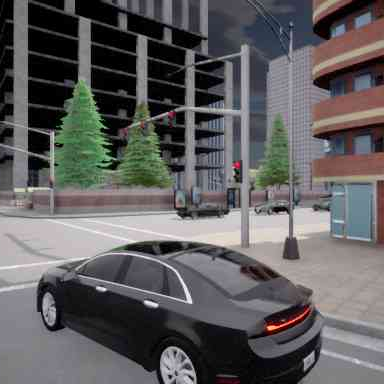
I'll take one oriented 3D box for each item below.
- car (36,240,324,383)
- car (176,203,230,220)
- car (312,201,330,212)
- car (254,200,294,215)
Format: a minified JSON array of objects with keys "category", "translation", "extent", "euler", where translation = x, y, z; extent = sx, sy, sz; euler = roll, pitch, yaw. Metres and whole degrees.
[{"category":"car","translation":[-0.602,1.505,5.065],"extent":[4.892,1.490,1.837],"euler":[0,0,41]},{"category":"car","translation":[0.973,1.656,29.125],"extent":[4.718,1.301,1.895],"euler":[0,0,-36]},{"category":"car","translation":[16.663,1.407,40.295],"extent":[4.553,1.767,2.097],"euler":[0,0,-35]},{"category":"car","translation":[8.566,1.547,34.543],"extent":[4.902,1.511,2.128],"euler":[0,0,-35]}]
